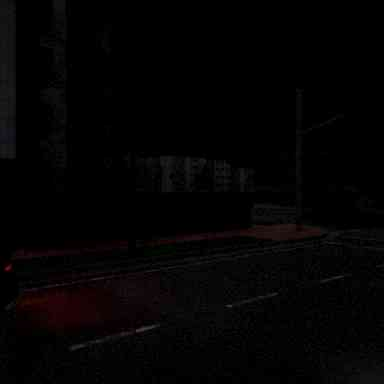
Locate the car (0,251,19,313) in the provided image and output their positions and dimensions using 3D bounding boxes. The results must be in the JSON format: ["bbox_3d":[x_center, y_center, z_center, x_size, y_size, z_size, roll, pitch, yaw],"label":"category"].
[{"bbox_3d":[-5.152,1.491,4.593,4.902,1.511,2.128,0,0,-35],"label":"car"}]

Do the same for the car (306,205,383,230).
[{"bbox_3d":[10.160,1.547,21.583,2.033,1.411,5.357,0,0,-38],"label":"car"}]
